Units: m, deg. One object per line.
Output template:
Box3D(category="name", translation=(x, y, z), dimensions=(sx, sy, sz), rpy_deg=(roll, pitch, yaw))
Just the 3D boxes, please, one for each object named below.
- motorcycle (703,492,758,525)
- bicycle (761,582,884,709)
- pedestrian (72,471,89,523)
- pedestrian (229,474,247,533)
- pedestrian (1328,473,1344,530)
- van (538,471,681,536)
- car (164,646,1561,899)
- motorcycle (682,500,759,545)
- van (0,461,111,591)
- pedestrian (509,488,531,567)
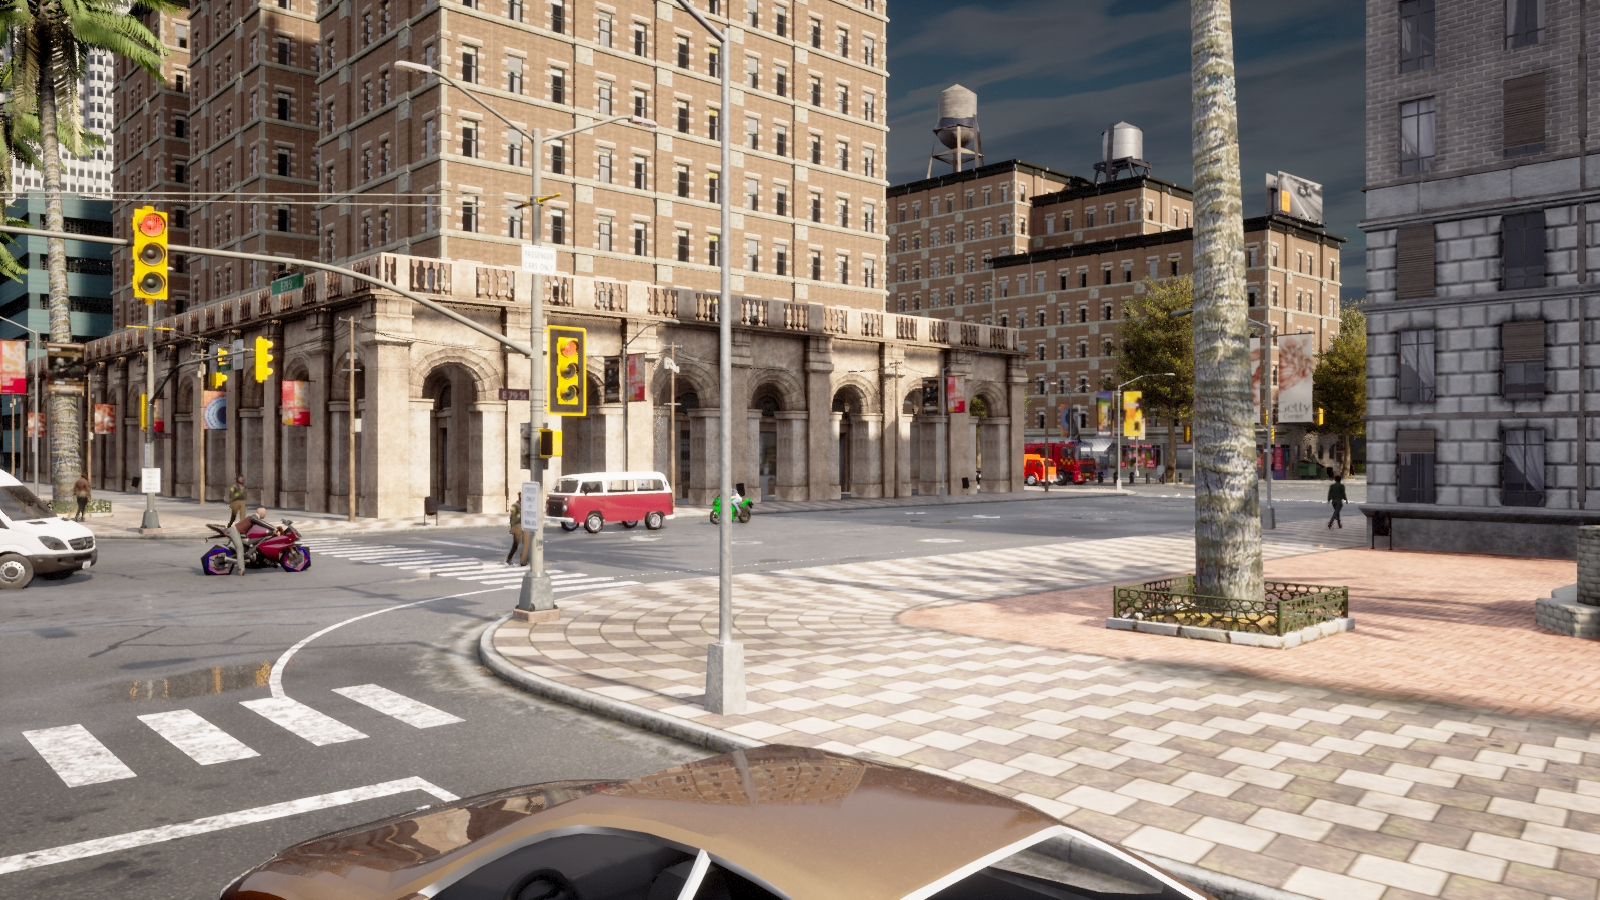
Box3D(category="motorcycle", translation=(-2.608, 2.213, 43.140), dimensions=(2.033, 1.145, 0.803), rpy_deg=(0, 0, -43))
Box3D(category="bicycle", translation=(0.234, 2.206, 13.097), dimensions=(0.373, 1.196, 1.643), rpy_deg=(0, 0, -43))
Box3D(category="pedestrian", translation=(-26.083, 1.696, 41.425), dimensions=(0.375, 1.860, 0.375), rpy_deg=(0, 0, -5))
Box3D(category="pedestrian", translation=(-17.874, 1.696, 36.328), dimensions=(0.375, 1.860, 0.375), rpy_deg=(0, 0, 36))
Box3D(category="pedestrian", translation=(17.788, 1.697, 37.919), dimensions=(0.375, 1.860, 0.375), rpy_deg=(0, 0, -41))
Box3D(category="van", translation=(-6.553, 1.783, 39.554), dimensions=(4.480, 2.038, 2.069), rpy_deg=(0, 0, -42))
Box3D(category="car", translation=(-0.308, 1.992, 4.309), dimensions=(5.027, 1.651, 2.152), rpy_deg=(0, 0, 42))
Box3D(category="motorcycle", translation=(-2.427, 2.205, 35.063), dimensions=(2.209, 1.251, 0.867), rpy_deg=(0, 0, -28))
Box3D(category="van", translation=(-17.866, 1.535, 23.616), dimensions=(5.915, 2.561, 1.988), rpy_deg=(0, 0, -7))
Box3D(category="pedestrian", translation=(-6.701, 1.849, 27.331), dimensions=(0.375, 1.860, 0.375), rpy_deg=(0, 0, -44))
